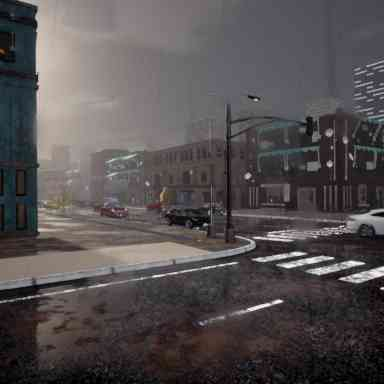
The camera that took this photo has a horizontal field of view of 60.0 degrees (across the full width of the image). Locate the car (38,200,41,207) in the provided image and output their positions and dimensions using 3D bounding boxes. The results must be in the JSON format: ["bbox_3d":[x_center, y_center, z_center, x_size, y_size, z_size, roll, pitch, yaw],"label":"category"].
[{"bbox_3d":[-30.738,2.376,66.778,2.008,1.369,4.403,-1,0,-35],"label":"car"}]

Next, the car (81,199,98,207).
[{"bbox_3d":[-20.702,2.228,67.117,1.887,1.381,4.507,-1,0,-35],"label":"car"}]

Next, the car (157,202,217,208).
[{"bbox_3d":[-0.546,1.816,28.741,2.033,1.411,5.357,-1,0,-35],"label":"car"}]

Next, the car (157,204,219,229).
[{"bbox_3d":[-0.374,1.815,23.799,1.947,1.339,4.313,-1,0,-35],"label":"car"}]

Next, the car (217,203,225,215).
[{"bbox_3d":[1.728,1.810,35.524,2.008,1.369,4.403,-2,0,-35],"label":"car"}]

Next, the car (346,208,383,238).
[{"bbox_3d":[10.083,1.524,16.176,4.674,1.442,1.812,0,0,36],"label":"car"}]

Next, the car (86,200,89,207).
[{"bbox_3d":[-17.503,1.940,62.603,2.192,1.841,5.009,-1,0,-35],"label":"car"}]

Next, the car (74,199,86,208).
[{"bbox_3d":[-20.440,2.192,62.288,1.812,1.442,4.674,-1,0,-35],"label":"car"}]

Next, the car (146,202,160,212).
[{"bbox_3d":[-4.679,1.966,44.550,1.802,1.307,4.206,-2,0,-35],"label":"car"}]

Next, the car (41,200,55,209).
[{"bbox_3d":[-24.231,2.233,57.612,1.752,1.417,4.829,-1,0,-35],"label":"car"}]

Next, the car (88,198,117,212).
[{"bbox_3d":[-11.619,1.976,44.371,2.128,1.511,4.902,-1,0,-35],"label":"car"}]

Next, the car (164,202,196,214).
[{"bbox_3d":[-1.476,1.904,40.037,1.802,1.307,4.206,-2,0,-35],"label":"car"}]

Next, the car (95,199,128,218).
[{"bbox_3d":[-8.311,1.846,35.184,1.967,1.590,4.097,-1,0,-35],"label":"car"}]

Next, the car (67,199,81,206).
[{"bbox_3d":[-27.110,2.364,76.144,1.947,1.339,4.313,-1,0,-35],"label":"car"}]
